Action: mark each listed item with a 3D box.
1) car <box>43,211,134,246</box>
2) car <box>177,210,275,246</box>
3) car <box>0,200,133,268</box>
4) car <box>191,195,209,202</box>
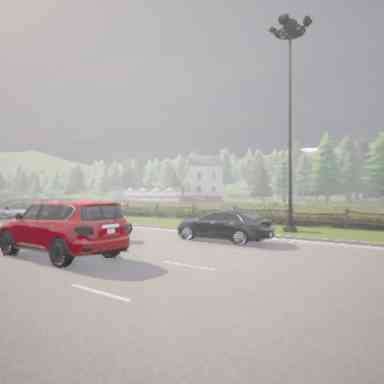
[{"bbox_3d":[-5.232,1.704,16.568,4.718,1.301,1.895,0,0,36],"label":"car"},{"bbox_3d":[1.490,1.621,15.951,4.892,1.490,1.837,0,0,37],"label":"car"},{"bbox_3d":[-4.635,1.294,11.779,5.566,2.045,2.150,0,0,36],"label":"car"},{"bbox_3d":[2.089,1.784,82.688,4.605,1.855,1.932,0,0,36],"label":"car"}]
